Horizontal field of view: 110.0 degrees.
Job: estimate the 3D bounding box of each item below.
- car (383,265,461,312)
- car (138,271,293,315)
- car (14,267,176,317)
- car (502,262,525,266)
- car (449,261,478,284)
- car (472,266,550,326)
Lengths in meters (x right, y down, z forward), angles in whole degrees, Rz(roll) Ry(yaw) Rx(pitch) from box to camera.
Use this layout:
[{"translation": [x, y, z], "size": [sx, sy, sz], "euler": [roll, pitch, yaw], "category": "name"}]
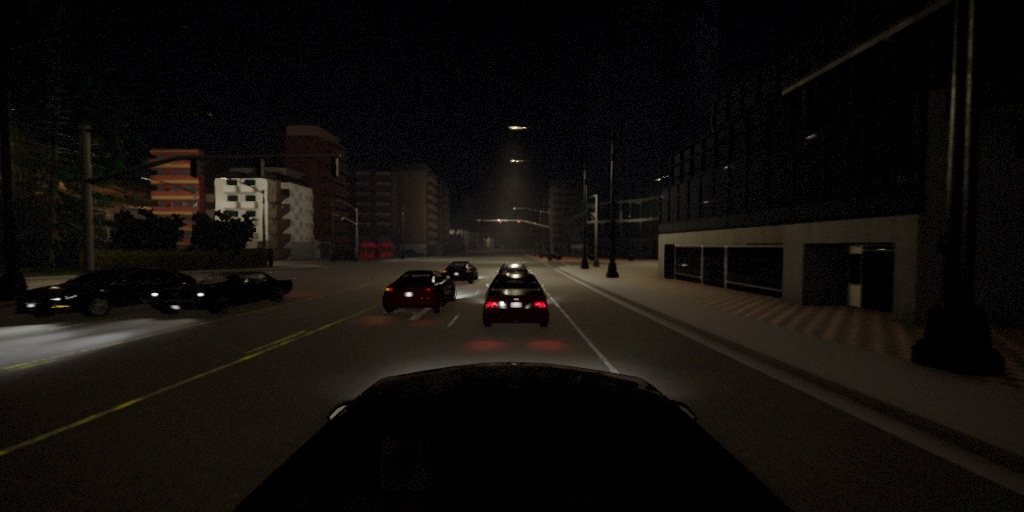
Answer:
[{"translation": [-3.399, 1.223, 13.844], "size": [1.994, 1.385, 4.181], "euler": [0, 0, 0], "category": "car"}, {"translation": [-10.502, 1.267, 13.404], "size": [1.895, 1.301, 4.718], "euler": [0, 1, 0], "category": "car"}, {"translation": [-14.009, 1.181, 12.873], "size": [1.837, 1.490, 4.892], "euler": [0, 0, 0], "category": "car"}, {"translation": [0.105, 1.058, 23.994], "size": [1.895, 1.301, 4.718], "euler": [0, 1, 1], "category": "car"}, {"translation": [-3.400, 1.018, 24.049], "size": [1.994, 1.385, 4.181], "euler": [0, 1, 0], "category": "car"}, {"translation": [0.101, 1.236, 11.426], "size": [2.033, 1.411, 5.357], "euler": [0, 1, 0], "category": "car"}]
